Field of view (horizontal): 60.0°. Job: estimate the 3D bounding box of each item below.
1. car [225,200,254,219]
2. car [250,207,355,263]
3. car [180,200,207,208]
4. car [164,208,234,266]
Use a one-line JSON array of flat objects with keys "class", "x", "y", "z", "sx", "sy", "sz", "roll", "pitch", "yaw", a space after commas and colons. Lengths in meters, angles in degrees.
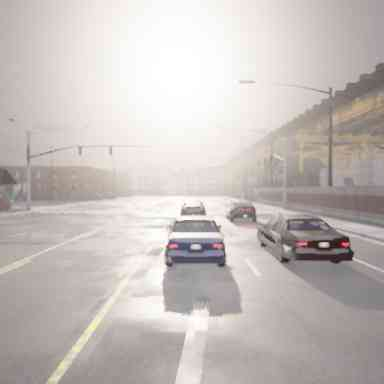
[{"class": "car", "x": 3.610, "y": 1.352, "z": 24.912, "sx": 1.837, "sy": 1.490, "sz": 4.892, "roll": 0, "pitch": 0, "yaw": 0}, {"class": "car", "x": 3.605, "y": 1.475, "z": 11.594, "sx": 2.033, "sy": 1.411, "sz": 5.357, "roll": 0, "pitch": 0, "yaw": 0}, {"class": "car", "x": 0.104, "y": 1.337, "z": 25.108, "sx": 2.128, "sy": 1.511, "sz": 4.902, "roll": 0, "pitch": 0, "yaw": 0}, {"class": "car", "x": 0.104, "y": 1.478, "z": 11.277, "sx": 2.033, "sy": 1.411, "sz": 5.357, "roll": 0, "pitch": 0, "yaw": 0}]
